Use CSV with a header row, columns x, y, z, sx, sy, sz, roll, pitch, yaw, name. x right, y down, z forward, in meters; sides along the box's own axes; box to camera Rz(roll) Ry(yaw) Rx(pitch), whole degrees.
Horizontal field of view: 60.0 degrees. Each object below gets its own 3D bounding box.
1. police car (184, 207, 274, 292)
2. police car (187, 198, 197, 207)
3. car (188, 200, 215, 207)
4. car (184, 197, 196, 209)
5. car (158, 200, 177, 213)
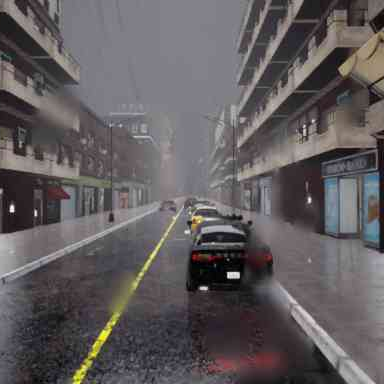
x,y,z,sx,sy,sz,roll,pitch,yaw,name
0.813,1.436,9.125,1.930,1.638,5.238,0,0,0,police car
0.789,1.483,25.127,1.930,1.638,5.238,0,0,0,police car
0.798,1.492,19.207,1.801,1.575,5.366,0,0,0,car
-0.043,1.499,47.585,2.097,1.767,4.553,0,0,0,car
-2.807,1.639,39.175,1.812,1.442,4.674,0,0,0,car
